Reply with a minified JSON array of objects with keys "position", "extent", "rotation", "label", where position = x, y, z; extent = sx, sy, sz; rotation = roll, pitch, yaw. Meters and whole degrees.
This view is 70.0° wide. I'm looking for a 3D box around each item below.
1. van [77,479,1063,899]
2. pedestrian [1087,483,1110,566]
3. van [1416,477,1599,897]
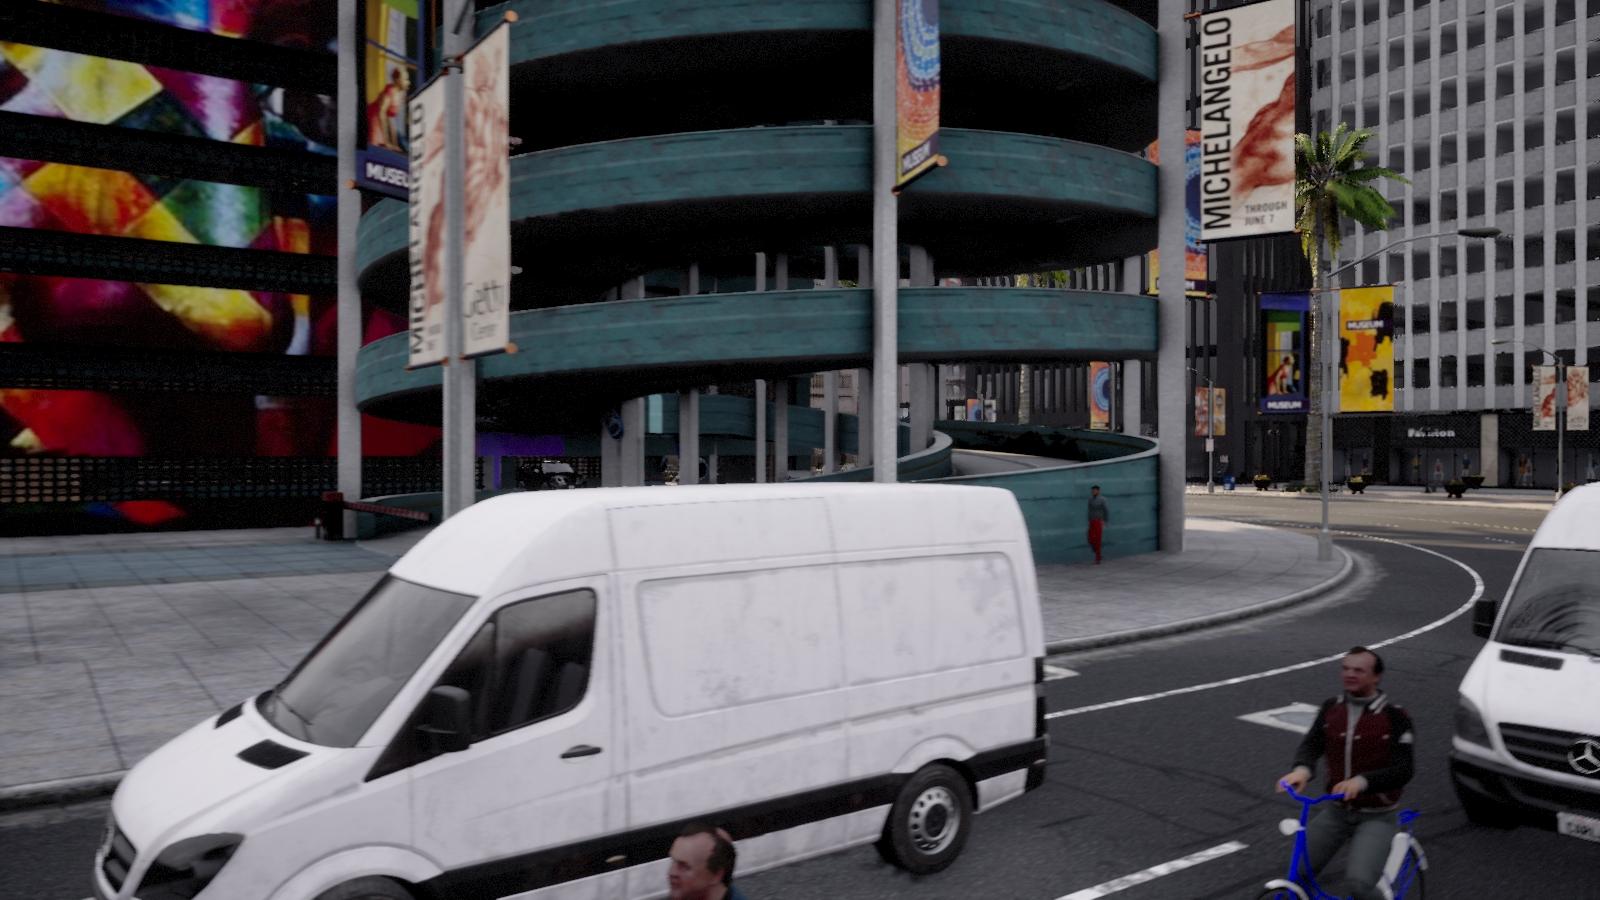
[{"position":[-1.085,1.535,7.344],"extent":[5.915,2.561,1.988],"rotation":[0,0,-36],"label":"van"},{"position":[6.846,1.696,26.200],"extent":[0.375,1.860,0.375],"rotation":[0,0,-40],"label":"pedestrian"},{"position":[7.249,1.534,9.168],"extent":[5.915,2.561,1.988],"rotation":[0,0,-40],"label":"van"}]
